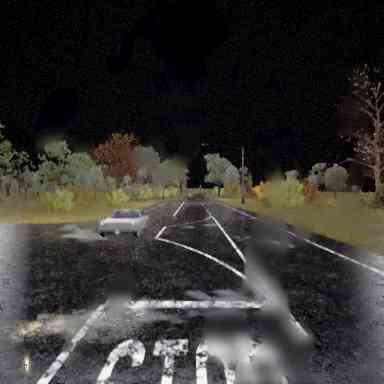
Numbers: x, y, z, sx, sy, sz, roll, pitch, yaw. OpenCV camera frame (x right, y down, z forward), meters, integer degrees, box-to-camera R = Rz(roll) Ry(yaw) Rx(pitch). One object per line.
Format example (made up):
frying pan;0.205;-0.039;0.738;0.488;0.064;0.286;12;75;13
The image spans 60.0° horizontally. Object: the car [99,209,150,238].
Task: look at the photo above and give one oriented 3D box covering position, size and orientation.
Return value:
car;-3.460;1.574;17.662;1.895;1.301;4.718;0;0;0
